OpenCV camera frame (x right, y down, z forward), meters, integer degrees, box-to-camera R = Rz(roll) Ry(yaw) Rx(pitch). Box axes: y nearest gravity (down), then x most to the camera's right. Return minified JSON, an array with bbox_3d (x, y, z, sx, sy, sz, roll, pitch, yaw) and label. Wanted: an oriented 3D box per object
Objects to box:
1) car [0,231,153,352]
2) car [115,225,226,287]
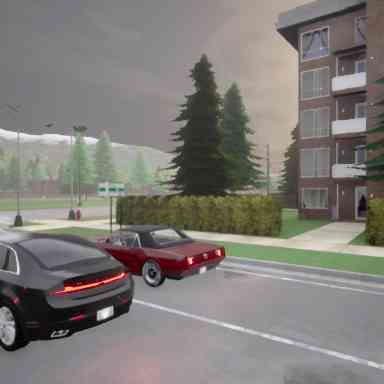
[{"bbox_3d":[-3.215,1.504,6.233,4.892,1.490,1.837,0,0,36],"label":"car"},{"bbox_3d":[-1.536,1.600,9.337,4.718,1.301,1.895,0,0,36],"label":"car"}]
